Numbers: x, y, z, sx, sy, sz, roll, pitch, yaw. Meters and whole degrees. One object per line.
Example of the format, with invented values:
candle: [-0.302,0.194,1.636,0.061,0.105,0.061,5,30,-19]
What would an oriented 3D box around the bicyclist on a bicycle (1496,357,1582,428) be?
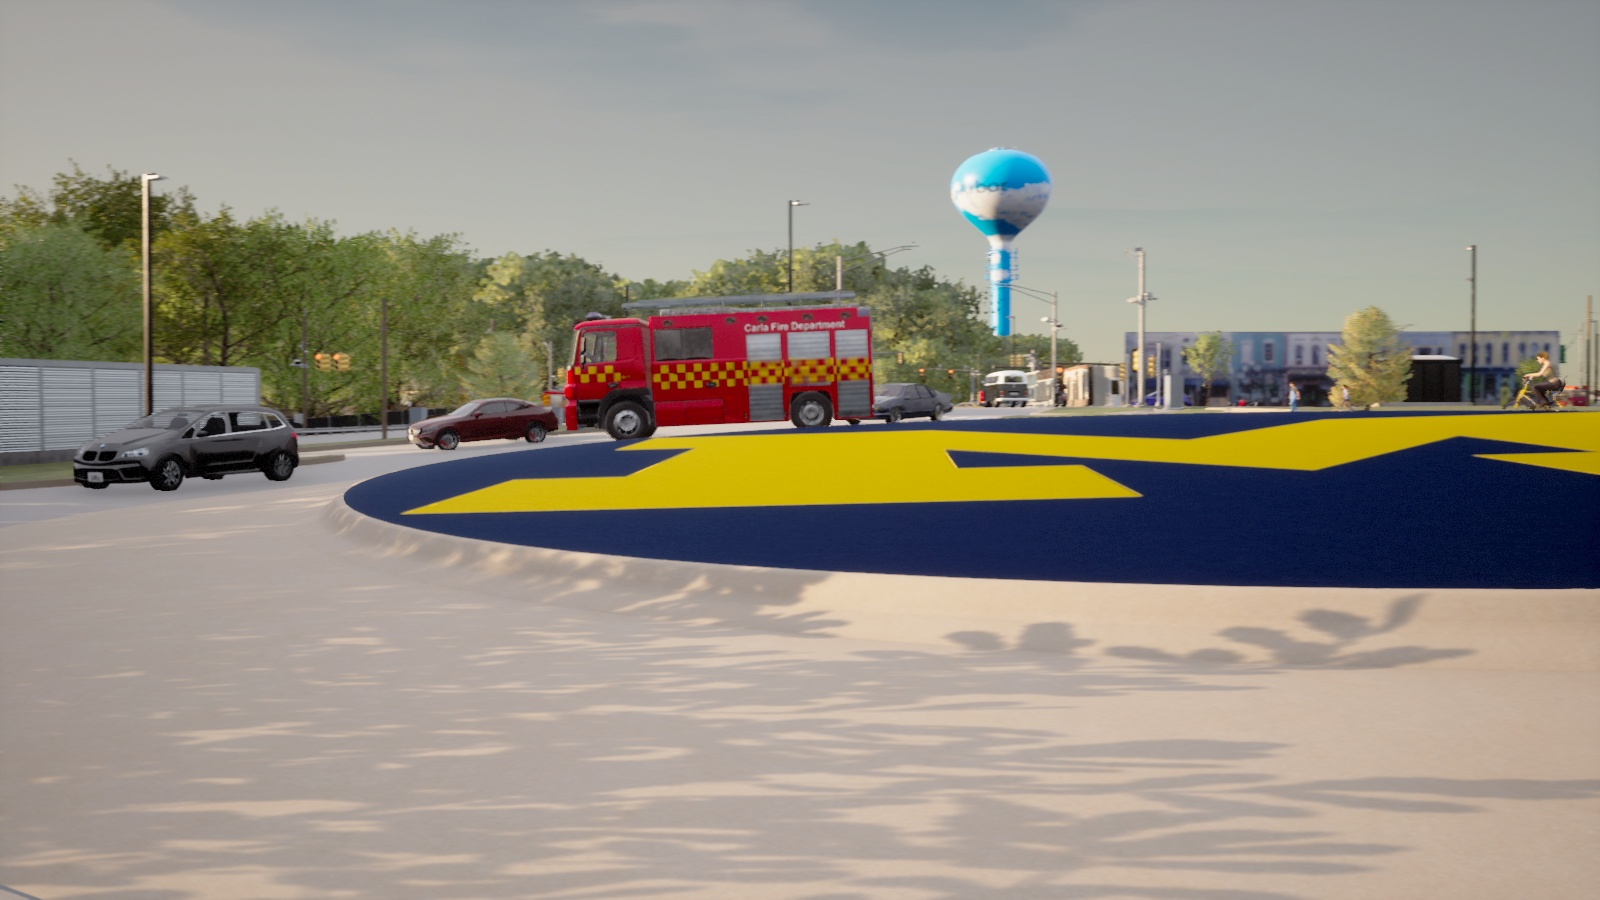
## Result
bicyclist on a bicycle: [17.159,-1.340,29.189,0.866,1.612,1.509,-3,4,-44]

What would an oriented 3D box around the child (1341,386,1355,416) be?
child: [20.799,-1.851,47.648,0.394,1.110,0.255,0,1,-3]

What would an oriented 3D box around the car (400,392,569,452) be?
car: [-9.713,-0.918,38.848,4.674,1.442,1.812,-6,7,-37]

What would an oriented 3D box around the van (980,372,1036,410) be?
van: [11.647,-3.297,70.621,2.069,2.038,4.480,0,2,-4]

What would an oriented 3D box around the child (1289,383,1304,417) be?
child: [18.741,-1.894,47.408,0.437,1.263,0.270,0,1,-11]

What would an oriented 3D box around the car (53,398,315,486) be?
car: [-12.774,-0.258,26.407,2.242,1.667,4.611,1,3,22]

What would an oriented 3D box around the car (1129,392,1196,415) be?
car: [25.178,-3.214,87.336,4.193,1.474,1.816,1,1,3]

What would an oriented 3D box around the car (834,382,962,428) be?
car: [3.561,-1.635,44.510,2.033,1.411,5.357,3,5,36]

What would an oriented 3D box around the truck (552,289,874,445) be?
truck: [-2.300,-2.277,35.003,8.468,3.827,2.891,-2,3,1]
